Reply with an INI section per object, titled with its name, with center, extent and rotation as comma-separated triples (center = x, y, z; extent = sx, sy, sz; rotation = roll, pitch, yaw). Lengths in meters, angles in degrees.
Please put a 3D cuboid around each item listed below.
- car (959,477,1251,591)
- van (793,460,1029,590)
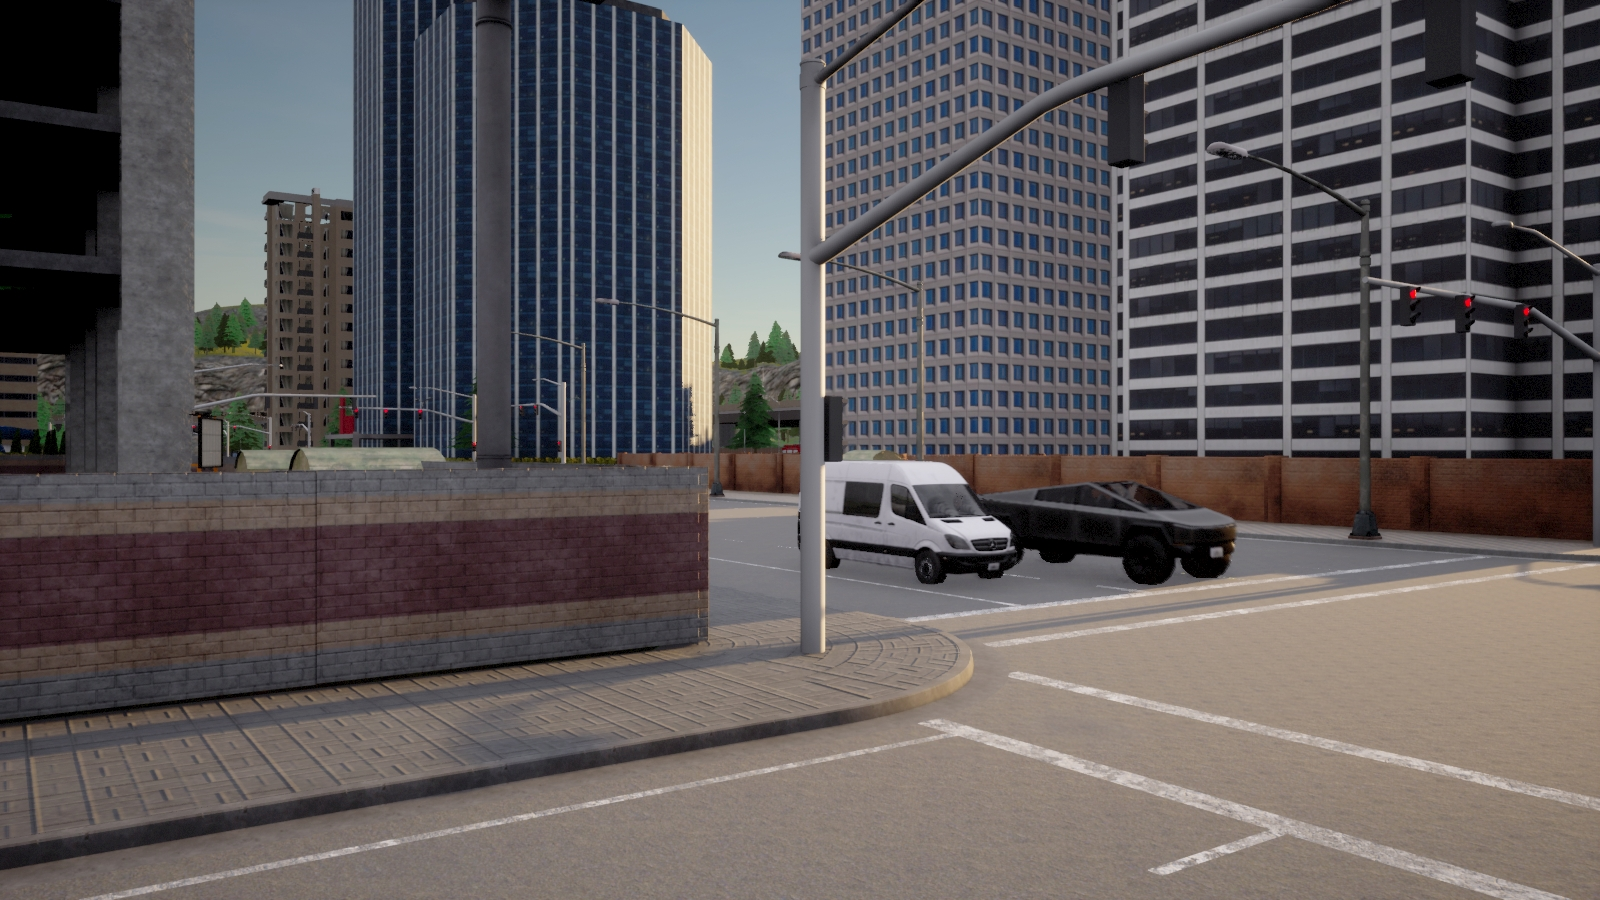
[car]
center = 6.703, 1.752, 25.987
extent = 2.390, 2.098, 6.274
rotation = 0, 0, -37
[van]
center = 2.337, 1.534, 25.964
extent = 1.988, 2.561, 5.915
rotation = 0, 0, -35
